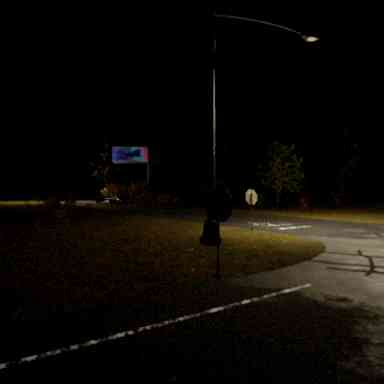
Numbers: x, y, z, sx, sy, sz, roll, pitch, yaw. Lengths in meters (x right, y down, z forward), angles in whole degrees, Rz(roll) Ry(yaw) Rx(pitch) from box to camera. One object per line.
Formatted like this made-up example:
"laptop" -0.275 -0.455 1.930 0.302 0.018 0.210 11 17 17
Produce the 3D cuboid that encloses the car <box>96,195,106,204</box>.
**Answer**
"car" -16.100 1.375 61.015 2.128 1.511 4.902 0 0 -34

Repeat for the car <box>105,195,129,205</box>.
"car" -12.116 1.444 55.096 2.033 1.411 5.357 0 0 -33
